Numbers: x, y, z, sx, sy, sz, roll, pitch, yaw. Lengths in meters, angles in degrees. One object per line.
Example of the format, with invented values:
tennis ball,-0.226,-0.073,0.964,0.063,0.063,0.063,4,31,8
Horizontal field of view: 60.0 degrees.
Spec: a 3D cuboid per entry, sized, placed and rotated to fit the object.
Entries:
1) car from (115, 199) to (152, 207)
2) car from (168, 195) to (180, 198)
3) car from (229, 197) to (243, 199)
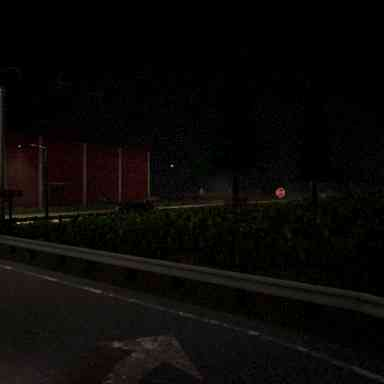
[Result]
car,-6.477,1.517,37.105,2.128,1.511,4.902,0,0,36
car,-4.718,1.530,85.619,1.816,1.474,4.193,0,0,36
car,7.104,1.504,55.400,1.882,1.535,5.008,0,0,37
